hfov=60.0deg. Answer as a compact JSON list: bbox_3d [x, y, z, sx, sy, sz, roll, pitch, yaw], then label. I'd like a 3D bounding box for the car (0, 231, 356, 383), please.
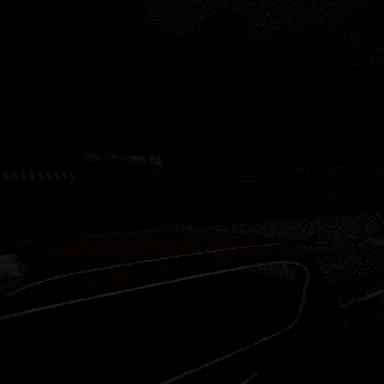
[{"bbox_3d":[-0.961,1.312,2.137,5.009,1.841,2.192,0,0,-35],"label":"car"}]
